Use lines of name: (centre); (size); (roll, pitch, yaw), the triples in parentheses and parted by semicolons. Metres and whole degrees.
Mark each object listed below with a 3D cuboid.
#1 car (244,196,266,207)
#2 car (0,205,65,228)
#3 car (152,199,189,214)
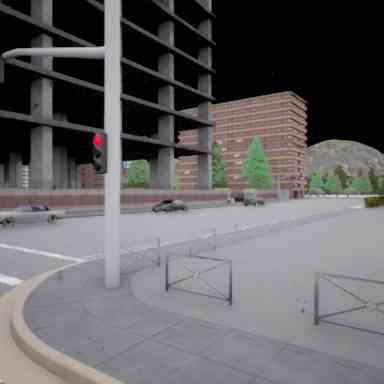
car: (9.679, 1.465, 50.977); (1.837, 1.490, 4.892); (0, 0, 35)
car: (-10.981, 1.532, 22.013); (1.895, 1.301, 4.718); (0, 0, 35)
car: (-2.138, 1.456, 34.459); (1.812, 1.442, 4.674); (0, 0, 35)
